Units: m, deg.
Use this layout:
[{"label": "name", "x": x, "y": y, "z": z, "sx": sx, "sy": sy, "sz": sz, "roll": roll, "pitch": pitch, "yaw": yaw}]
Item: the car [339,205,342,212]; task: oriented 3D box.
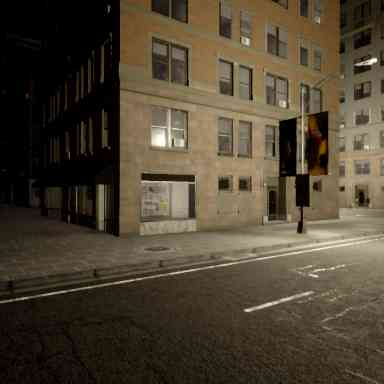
[{"label": "car", "x": 13.658, "y": 1.334, "z": 35.832, "sx": 2.097, "sy": 1.767, "sz": 4.553, "roll": 0, "pitch": 0, "yaw": -35}]
